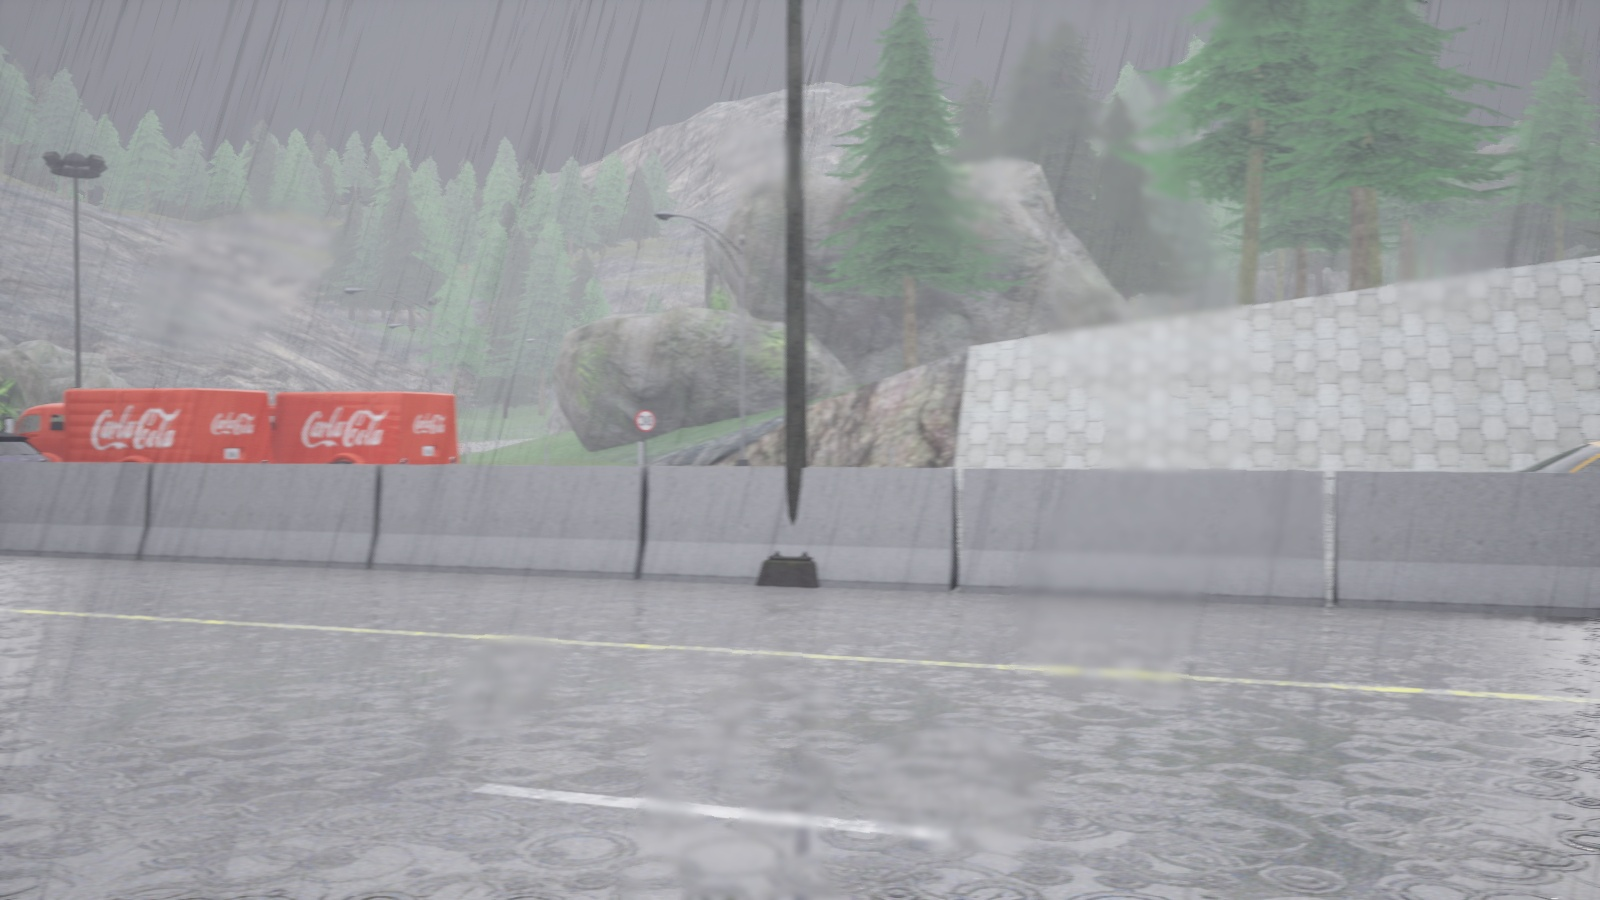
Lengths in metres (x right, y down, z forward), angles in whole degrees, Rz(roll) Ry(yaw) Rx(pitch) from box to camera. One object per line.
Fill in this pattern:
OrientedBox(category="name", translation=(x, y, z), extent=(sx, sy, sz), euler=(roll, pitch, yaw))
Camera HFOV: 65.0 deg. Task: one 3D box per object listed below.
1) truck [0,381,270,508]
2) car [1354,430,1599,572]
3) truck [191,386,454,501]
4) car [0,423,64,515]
OrientedBox(category="truck", translation=(-14.222, -0.146, 26.433), extent=(5.204, 2.467, 2.627), euler=(1, 1, 19))
OrientedBox(category="car", translation=(9.531, 0.567, 14.755), extent=(5.366, 1.575, 1.801), euler=(1, 1, 19))
OrientedBox(category="truck", translation=(-11.005, -0.175, 29.043), extent=(5.204, 2.467, 2.627), euler=(1, 1, 19))
OrientedBox(category="car", translation=(-16.522, 0.308, 23.521), extent=(4.856, 1.649, 2.033), euler=(1, 1, 19))
